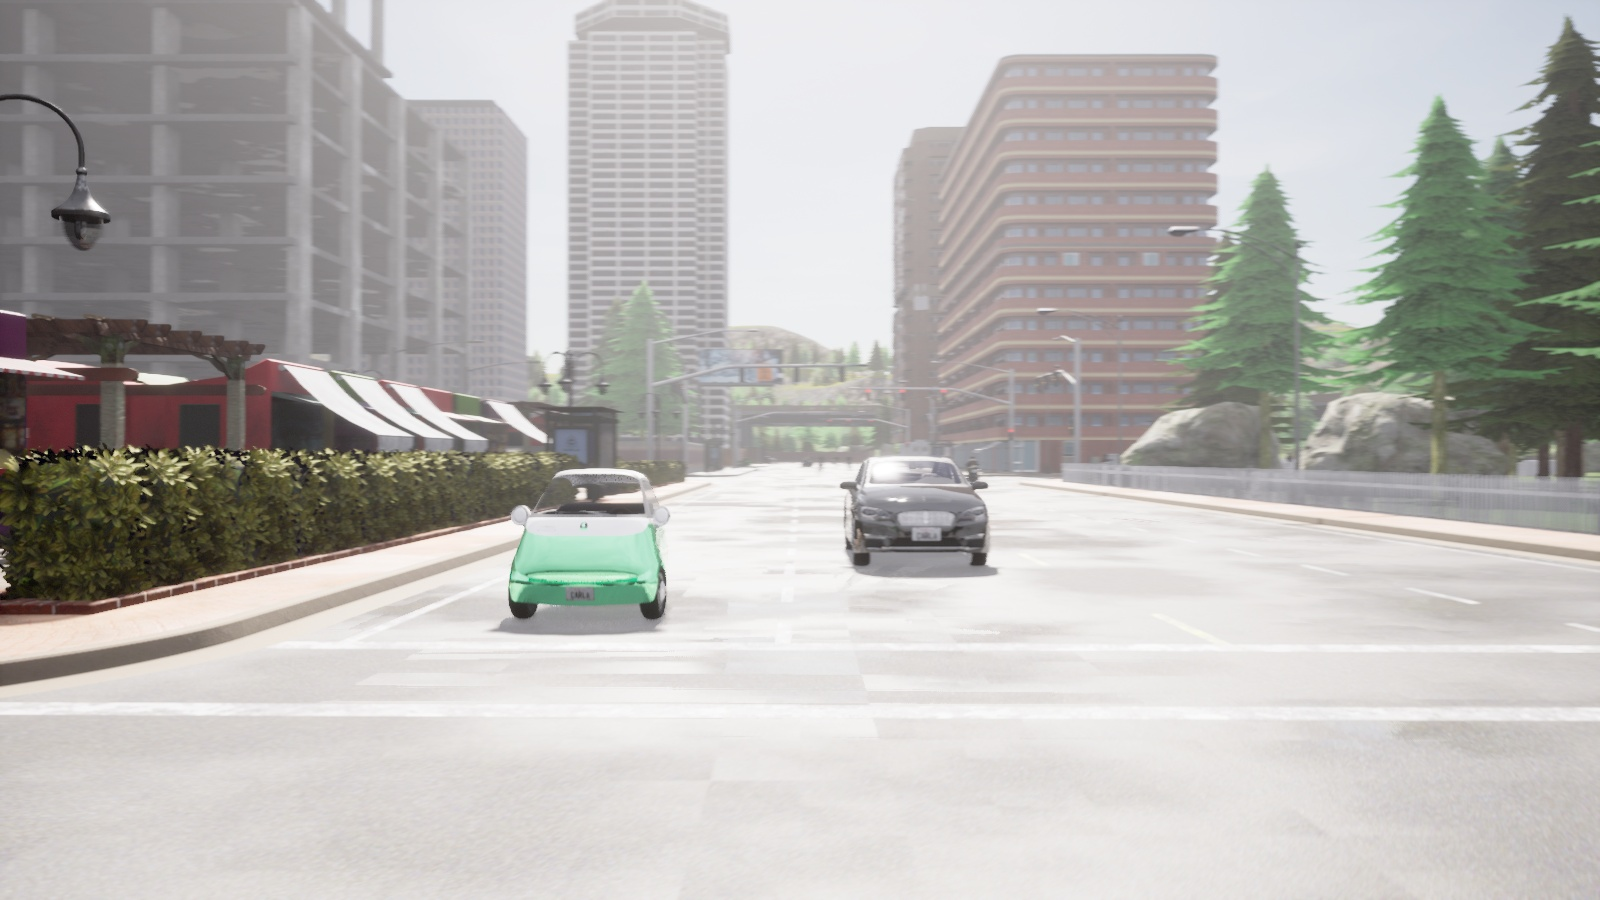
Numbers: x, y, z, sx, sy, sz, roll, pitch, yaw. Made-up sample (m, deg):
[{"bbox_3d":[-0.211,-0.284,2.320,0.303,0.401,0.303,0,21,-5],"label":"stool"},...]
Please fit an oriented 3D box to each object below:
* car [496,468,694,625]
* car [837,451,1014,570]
[{"bbox_3d":[-1.903,0.869,12.187,1.481,1.376,2.207,0,-1,2],"label":"car"},{"bbox_3d":[1.674,0.787,18.474,2.128,1.511,4.902,0,0,0],"label":"car"}]
